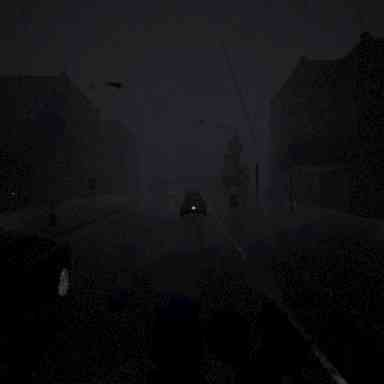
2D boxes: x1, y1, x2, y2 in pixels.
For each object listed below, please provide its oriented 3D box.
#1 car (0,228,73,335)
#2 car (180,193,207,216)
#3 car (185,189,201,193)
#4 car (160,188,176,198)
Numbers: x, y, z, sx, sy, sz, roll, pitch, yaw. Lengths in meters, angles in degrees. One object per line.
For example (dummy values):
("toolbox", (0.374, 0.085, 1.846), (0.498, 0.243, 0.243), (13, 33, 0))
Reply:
("car", (-3.597, 1.451, 5.447), (1.882, 1.535, 5.008), (0, 1, 0))
("car", (0.110, 1.013, 25.207), (1.994, 1.385, 4.181), (0, 2, 0))
("car", (0.118, 0.301, 42.831), (1.882, 1.535, 5.008), (0, 2, 0))
("car", (-3.480, 0.171, 49.128), (1.812, 1.442, 4.674), (0, 2, 0))
